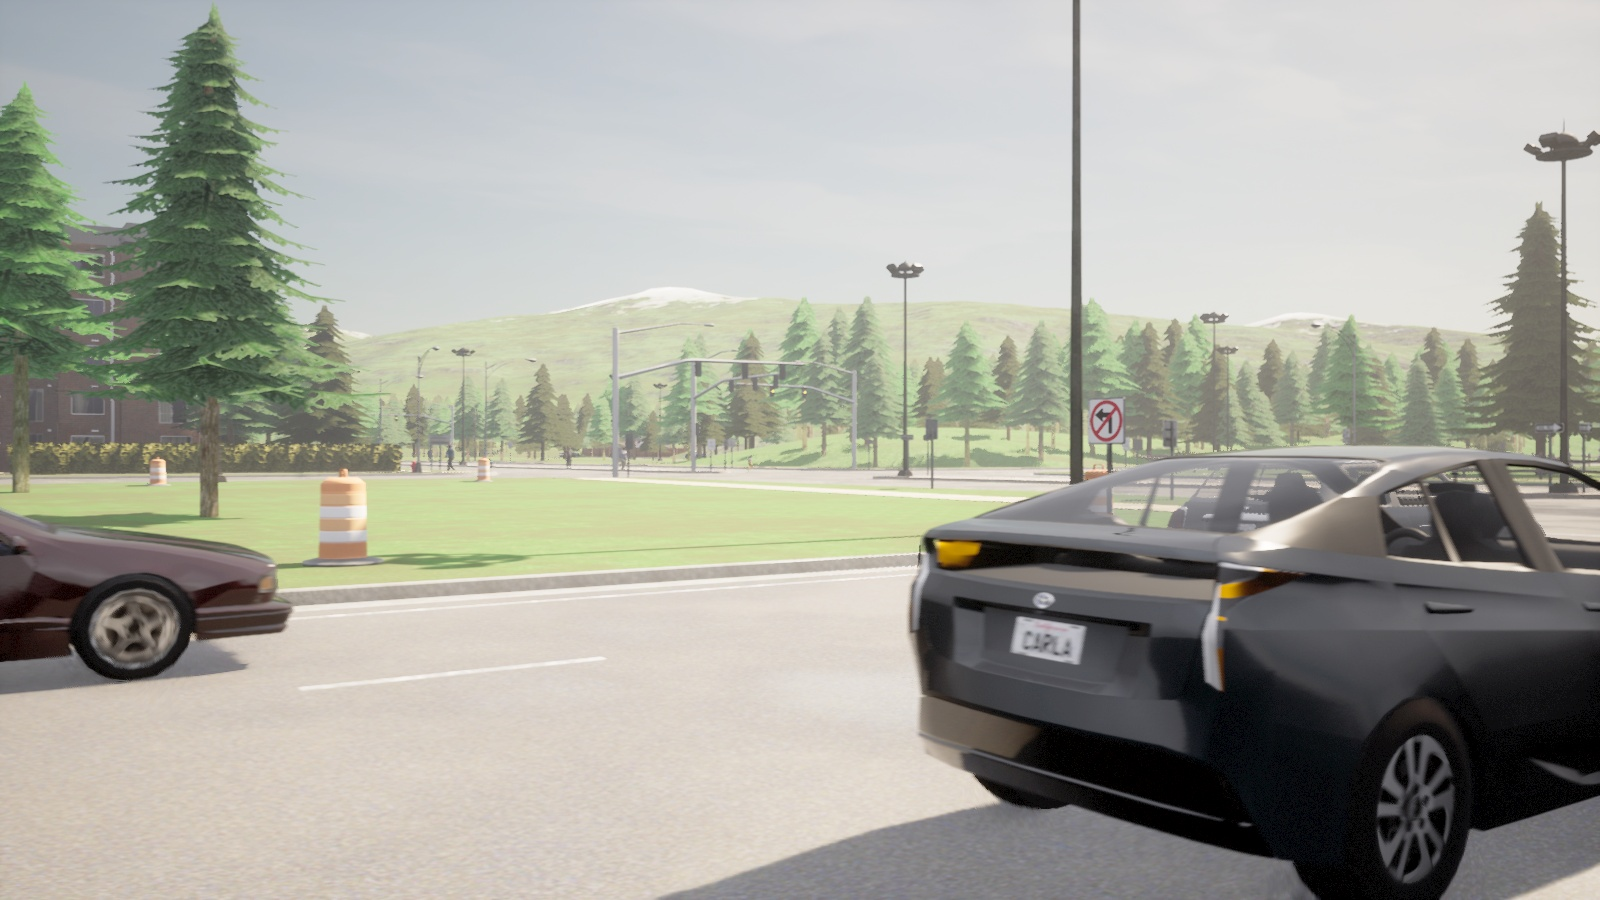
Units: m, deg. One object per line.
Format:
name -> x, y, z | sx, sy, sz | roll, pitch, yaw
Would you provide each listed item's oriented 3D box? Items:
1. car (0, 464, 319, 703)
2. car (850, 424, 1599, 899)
car -> -6.093, 0.826, 7.946 | 5.357, 1.411, 2.033 | 0, 0, -35
car -> 2.628, 0.690, 5.489 | 4.514, 1.525, 2.007 | 0, 0, -35
